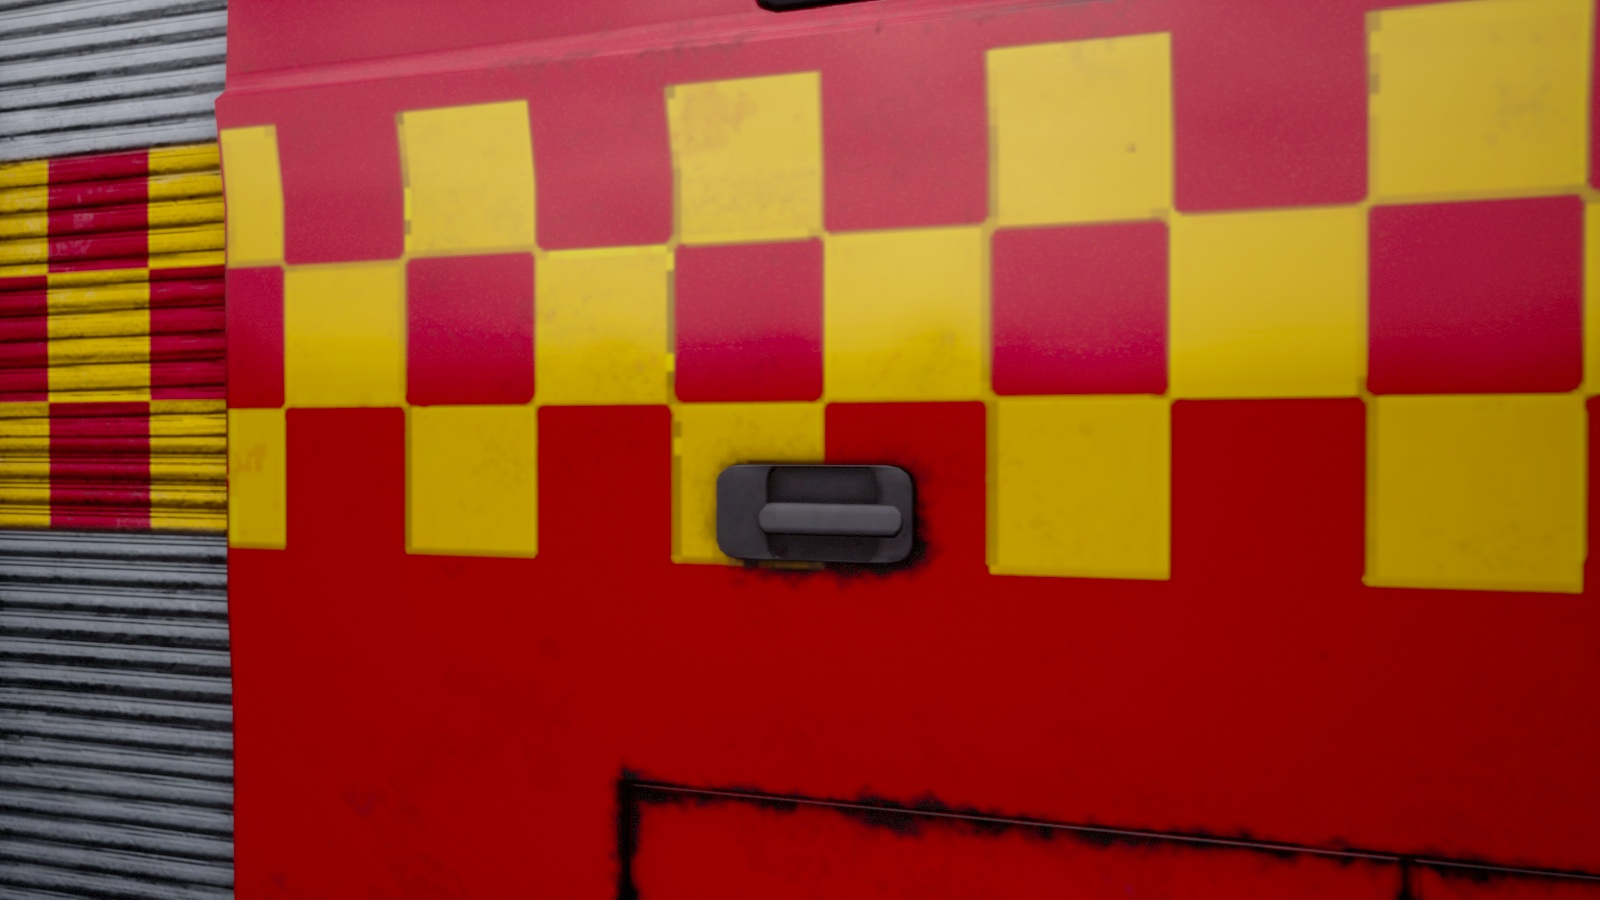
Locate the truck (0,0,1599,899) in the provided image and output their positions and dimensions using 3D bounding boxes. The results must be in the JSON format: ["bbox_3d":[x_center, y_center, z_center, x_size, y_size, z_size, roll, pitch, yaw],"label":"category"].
[{"bbox_3d":[0.506,-0.384,3.005,8.468,3.827,2.891,1,1,19],"label":"truck"}]
